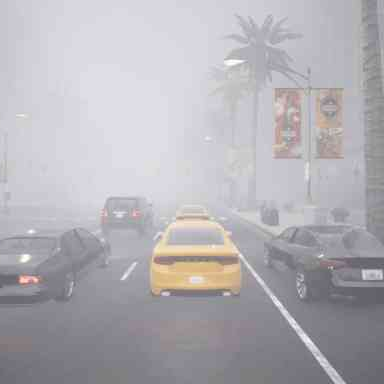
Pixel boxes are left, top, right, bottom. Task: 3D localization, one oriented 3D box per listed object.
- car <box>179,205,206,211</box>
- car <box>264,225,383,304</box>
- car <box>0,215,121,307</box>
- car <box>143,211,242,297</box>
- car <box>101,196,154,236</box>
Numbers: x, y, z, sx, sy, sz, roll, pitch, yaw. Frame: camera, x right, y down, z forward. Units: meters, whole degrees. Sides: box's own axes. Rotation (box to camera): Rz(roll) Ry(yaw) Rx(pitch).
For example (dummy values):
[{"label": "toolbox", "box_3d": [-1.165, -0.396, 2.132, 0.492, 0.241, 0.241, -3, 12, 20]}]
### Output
[{"label": "car", "box_3d": [0.031, 1.478, 18.836, 1.882, 1.535, 5.008, 0, 0, 0]}, {"label": "car", "box_3d": [3.164, 1.513, 8.227, 2.161, 1.482, 4.786, 0, 0, -1]}, {"label": "car", "box_3d": [-3.424, 1.547, 8.206, 2.033, 1.411, 5.357, 0, 0, 0]}, {"label": "car", "box_3d": [0.070, 1.478, 8.637, 1.882, 1.535, 5.008, 0, 0, 0]}, {"label": "car", "box_3d": [-3.467, 1.222, 18.565, 2.150, 2.045, 5.566, 0, 0, 0]}]
